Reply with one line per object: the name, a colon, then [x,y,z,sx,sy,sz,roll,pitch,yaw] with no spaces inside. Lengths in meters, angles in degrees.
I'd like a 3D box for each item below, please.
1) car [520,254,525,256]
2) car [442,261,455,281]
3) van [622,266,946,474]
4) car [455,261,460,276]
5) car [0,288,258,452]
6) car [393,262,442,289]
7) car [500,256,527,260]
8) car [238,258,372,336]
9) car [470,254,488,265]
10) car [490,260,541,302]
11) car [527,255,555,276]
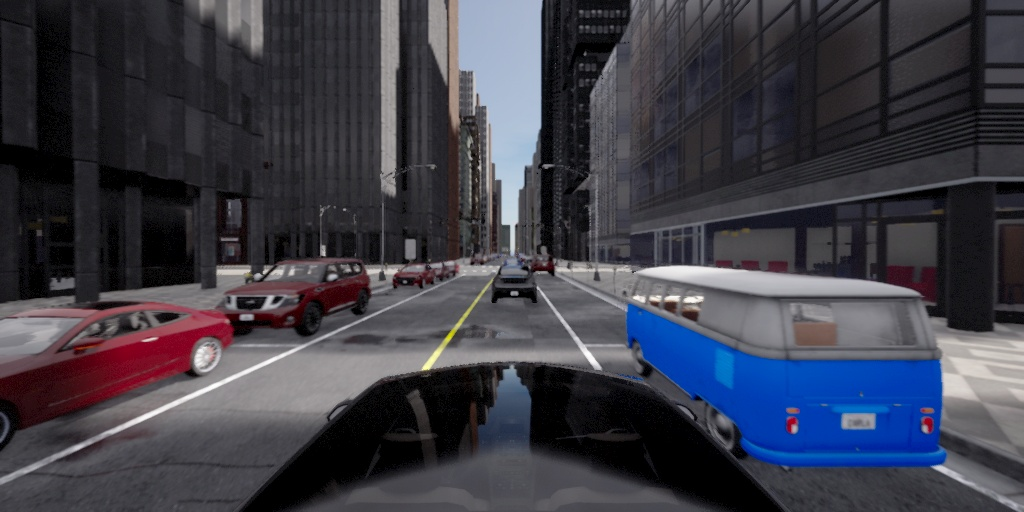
car: [2.781,0.824,59.657,2.007,1.370,4.403,0,0,0]
car: [-5.754,1.119,27.169,1.802,1.307,4.207,0,0,0]
van: [2.764,1.065,4.712,1.690,1.789,3.998,0,0,0]
car: [-5.753,1.073,32.788,1.802,1.307,4.207,0,0,0]
car: [-5.761,1.308,4.697,1.802,1.307,4.207,0,0,0]
car: [-5.756,1.129,21.551,1.888,1.381,4.507,0,0,0]
car: [0.103,0.977,31.663,1.882,1.535,5.008,0,0,0]
car: [-5.759,0.993,10.315,2.192,1.841,5.009,0,0,0]
car: [-5.744,0.589,59.640,2.192,1.841,5.009,0,0,0]
car: [0.098,1.136,16.021,1.837,1.490,4.892,0,1,0]
car: [2.773,0.804,32.805,2.192,1.841,5.009,0,0,0]
